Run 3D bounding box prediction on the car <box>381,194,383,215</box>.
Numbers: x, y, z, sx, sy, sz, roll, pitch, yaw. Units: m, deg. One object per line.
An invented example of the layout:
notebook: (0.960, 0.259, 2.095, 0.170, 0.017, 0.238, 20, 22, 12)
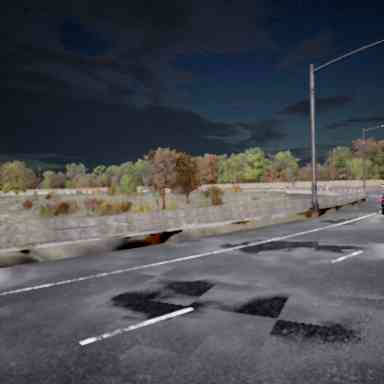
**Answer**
car: (14.783, 0.493, 23.238, 2.150, 2.045, 5.566, -1, 1, 38)
